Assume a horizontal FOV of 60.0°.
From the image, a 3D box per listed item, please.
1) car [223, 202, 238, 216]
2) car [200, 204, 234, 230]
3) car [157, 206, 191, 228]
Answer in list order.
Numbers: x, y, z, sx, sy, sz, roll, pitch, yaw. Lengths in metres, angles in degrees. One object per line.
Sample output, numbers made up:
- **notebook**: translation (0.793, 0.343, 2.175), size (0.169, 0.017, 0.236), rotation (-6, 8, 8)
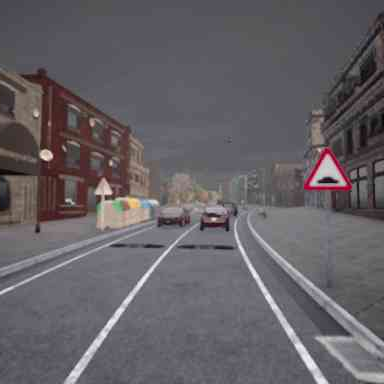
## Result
- **car**: translation (4.642, 2.023, 41.078), size (2.033, 1.649, 4.856), rotation (0, -1, 11)
- **car**: translation (1.684, 1.800, 23.358), size (2.163, 1.488, 4.792), rotation (0, -1, 7)
- **car**: translation (-1.296, 1.811, 25.145), size (1.882, 1.535, 5.008), rotation (0, -1, 8)
